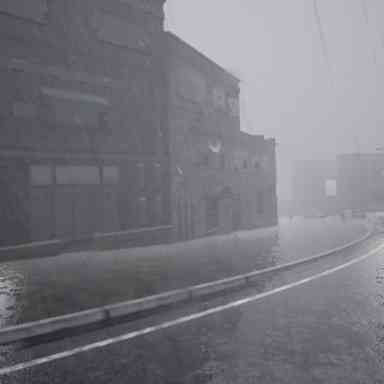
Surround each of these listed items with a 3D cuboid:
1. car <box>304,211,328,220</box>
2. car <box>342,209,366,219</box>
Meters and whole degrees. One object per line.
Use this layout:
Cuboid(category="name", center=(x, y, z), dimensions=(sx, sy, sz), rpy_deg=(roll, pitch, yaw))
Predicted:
Cuboid(category="car", center=(21.170, 3.996, 57.153), dimensions=(2.033, 1.411, 5.357), rpy_deg=(-2, -4, -7))
Cuboid(category="car", center=(25.335, 3.459, 52.229), dimensions=(2.128, 1.511, 4.902), rpy_deg=(-2, -3, -1))
